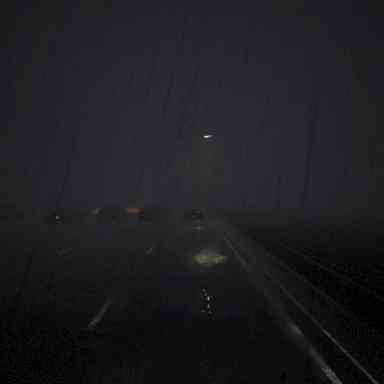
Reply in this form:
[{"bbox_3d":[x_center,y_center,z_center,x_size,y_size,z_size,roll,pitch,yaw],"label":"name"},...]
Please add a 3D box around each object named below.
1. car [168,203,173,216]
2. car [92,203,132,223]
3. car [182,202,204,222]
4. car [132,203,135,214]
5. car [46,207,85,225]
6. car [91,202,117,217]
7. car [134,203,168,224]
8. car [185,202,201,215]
[{"bbox_3d":[-3.392,2.052,40.249,2.128,1.511,4.902,0,-1,0],"label":"car"},{"bbox_3d":[-6.892,1.884,29.308,1.882,1.535,5.008,0,-1,0],"label":"car"},{"bbox_3d":[0.107,1.925,31.113,2.128,1.511,4.902,0,-1,0],"label":"car"},{"bbox_3d":[-6.891,2.049,41.193,1.882,1.535,5.008,0,0,0],"label":"car"},{"bbox_3d":[-10.392,1.947,27.624,1.994,1.385,4.181,0,-1,0],"label":"car"},{"bbox_3d":[-10.392,2.027,39.669,1.882,1.535,5.008,0,0,0],"label":"car"},{"bbox_3d":[-3.392,1.873,28.439,1.882,1.535,5.008,0,-1,0],"label":"car"},{"bbox_3d":[0.109,2.073,42.837,1.882,1.535,5.008,0,0,0],"label":"car"}]
